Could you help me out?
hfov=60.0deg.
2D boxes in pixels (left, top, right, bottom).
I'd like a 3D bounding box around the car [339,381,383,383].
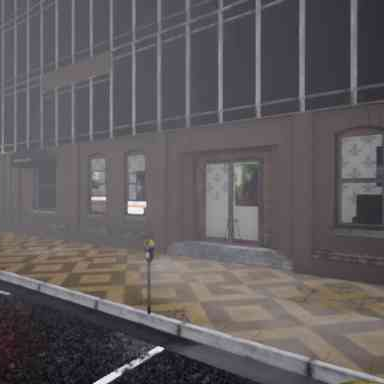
[{"bbox_3d":[2.636,1.526,0.993,4.829,1.417,1.752,0,0,35],"label":"car"}]
